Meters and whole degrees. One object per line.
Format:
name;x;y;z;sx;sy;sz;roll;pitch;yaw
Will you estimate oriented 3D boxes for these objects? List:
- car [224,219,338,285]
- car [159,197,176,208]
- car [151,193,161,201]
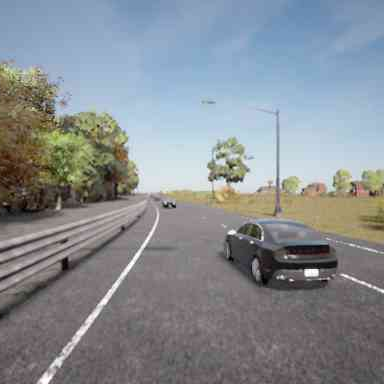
car;2.282;1.538;9.710;1.837;1.490;4.892;0;0;-8
car;-3.461;1.683;49.269;1.895;1.301;4.718;0;0;-8
car;-8.979;1.637;87.271;2.033;1.411;5.357;0;0;-8
